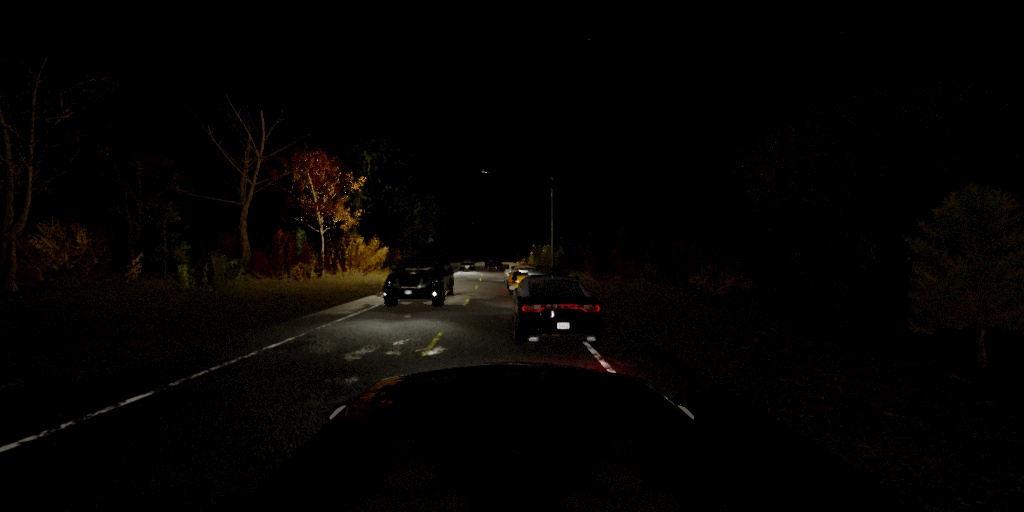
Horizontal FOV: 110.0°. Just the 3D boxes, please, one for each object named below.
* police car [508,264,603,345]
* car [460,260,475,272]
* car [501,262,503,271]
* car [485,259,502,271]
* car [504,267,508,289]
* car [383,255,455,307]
[{"bbox_3d":[0.964,1.173,9.663,1.930,1.638,5.238,0,0,-1],"label":"police car"},{"bbox_3d":[-5.760,1.218,46.881,2.128,1.511,4.902,0,0,-5],"label":"car"},{"bbox_3d":[0.401,1.263,25.633,1.812,1.442,4.674,0,0,-3],"label":"car"},{"bbox_3d":[-2.225,1.231,47.620,1.837,1.490,4.892,0,0,-5],"label":"car"},{"bbox_3d":[0.667,1.199,19.795,1.801,1.575,5.366,0,0,-2],"label":"car"},{"bbox_3d":[-3.871,0.967,15.846,2.150,2.045,5.566,0,0,-2],"label":"car"}]
